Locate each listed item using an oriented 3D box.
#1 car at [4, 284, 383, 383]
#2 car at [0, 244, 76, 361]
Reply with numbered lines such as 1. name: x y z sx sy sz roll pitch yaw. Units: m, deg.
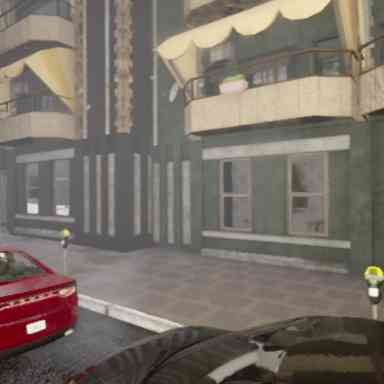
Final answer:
1. car: 0.893 1.564 2.095 4.313 1.339 1.947 0 0 35
2. car: -3.725 1.508 5.385 4.507 1.381 1.887 0 0 35
